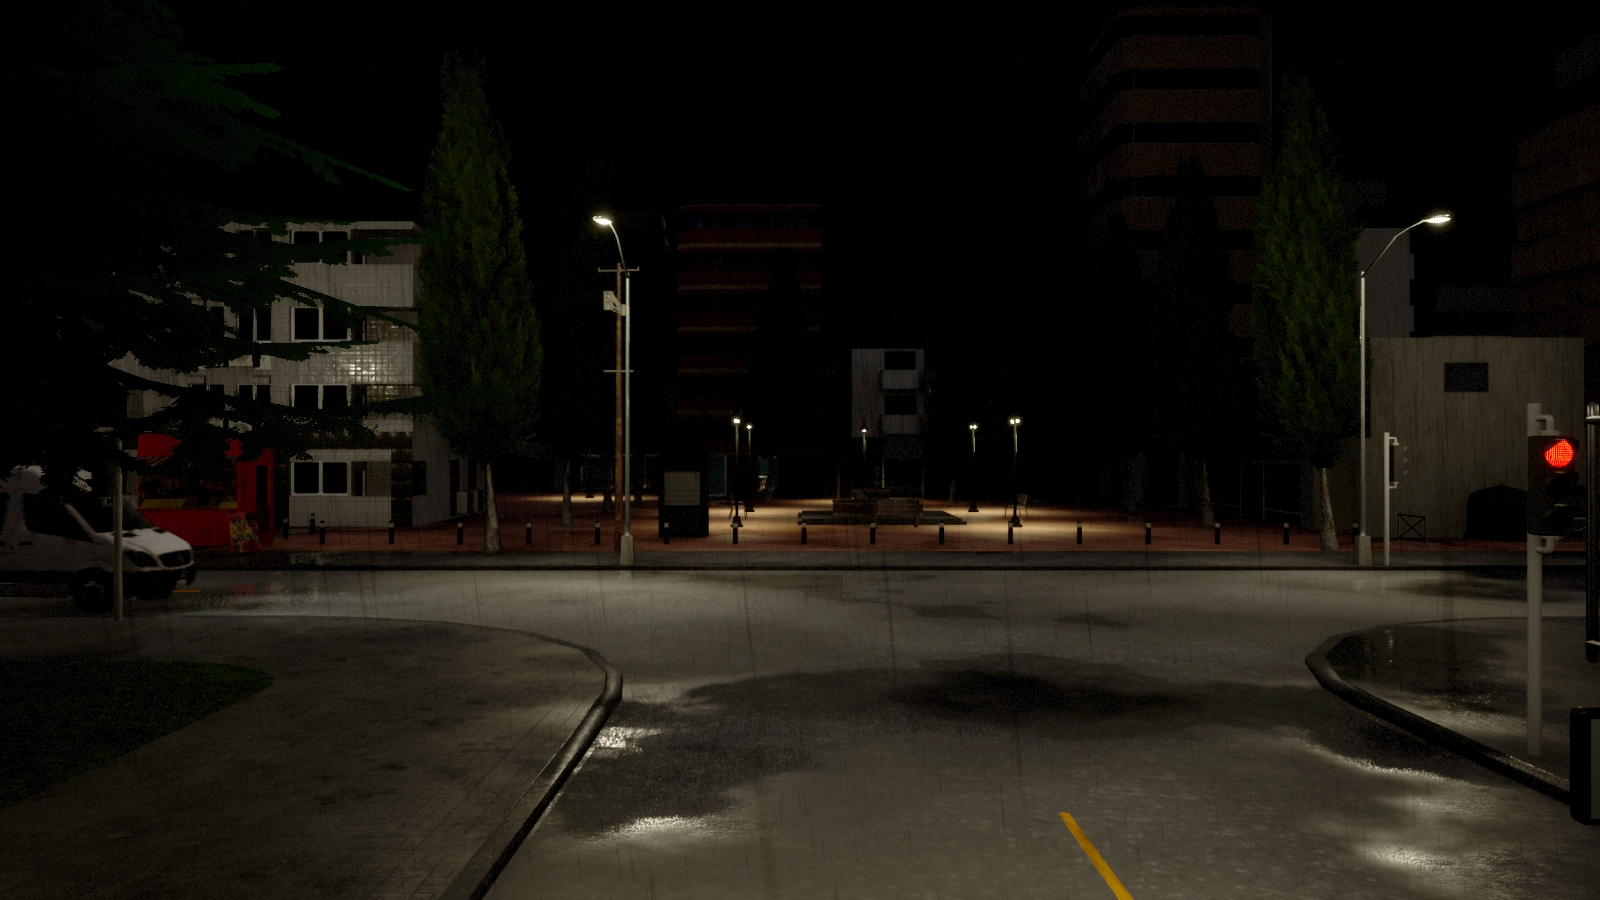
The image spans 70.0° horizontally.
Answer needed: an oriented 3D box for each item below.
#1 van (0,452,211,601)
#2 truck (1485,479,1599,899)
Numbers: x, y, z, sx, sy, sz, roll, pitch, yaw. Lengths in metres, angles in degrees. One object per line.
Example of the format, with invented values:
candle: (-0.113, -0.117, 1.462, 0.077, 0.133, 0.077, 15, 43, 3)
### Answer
van: (-14.107, 1.324, 20.644, 5.915, 2.561, 1.988, 0, 0, 0)
truck: (4.017, 1.349, 1.921, 2.627, 2.467, 5.204, 0, 0, 0)
